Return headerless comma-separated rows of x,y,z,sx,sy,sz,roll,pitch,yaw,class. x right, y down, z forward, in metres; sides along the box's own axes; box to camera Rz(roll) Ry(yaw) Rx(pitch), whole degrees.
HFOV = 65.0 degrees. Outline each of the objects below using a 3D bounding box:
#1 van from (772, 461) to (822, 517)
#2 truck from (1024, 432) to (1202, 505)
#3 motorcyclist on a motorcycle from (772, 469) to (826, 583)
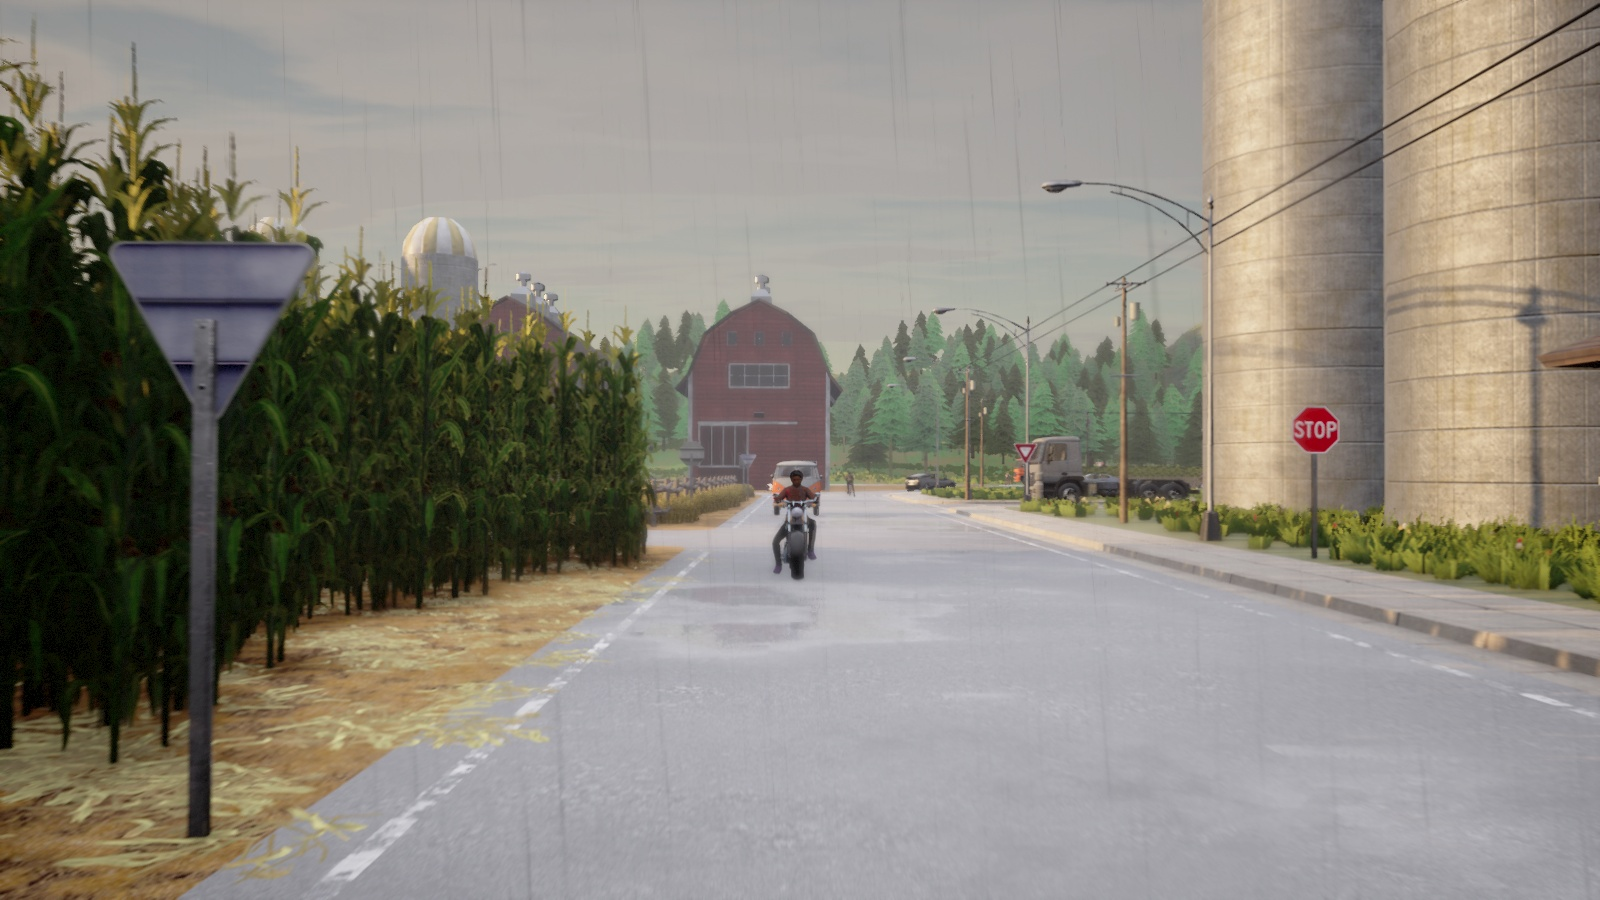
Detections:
-0.107,1.411,46.531,1.775,1.987,4.442,0,-1,0,van
15.151,0.896,61.222,7.936,3.462,2.891,0,-1,-1,truck
-0.041,1.119,19.386,0.766,1.649,2.350,0,-1,-1,motorcyclist on a motorcycle
